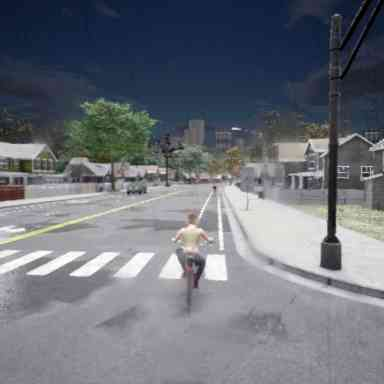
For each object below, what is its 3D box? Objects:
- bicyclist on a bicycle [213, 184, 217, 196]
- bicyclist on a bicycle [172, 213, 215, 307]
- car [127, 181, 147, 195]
[{"bbox_3d":[3.318,-0.304,48.204,0.659,1.776,1.843,0,2,5],"label":"bicyclist on a bicycle"},{"bbox_3d":[0.009,1.196,6.307,0.866,1.612,1.509,0,2,4],"label":"bicyclist on a bicycle"},{"bbox_3d":[-8.446,-0.631,51.638,2.150,2.045,5.566,0,2,5],"label":"car"}]
